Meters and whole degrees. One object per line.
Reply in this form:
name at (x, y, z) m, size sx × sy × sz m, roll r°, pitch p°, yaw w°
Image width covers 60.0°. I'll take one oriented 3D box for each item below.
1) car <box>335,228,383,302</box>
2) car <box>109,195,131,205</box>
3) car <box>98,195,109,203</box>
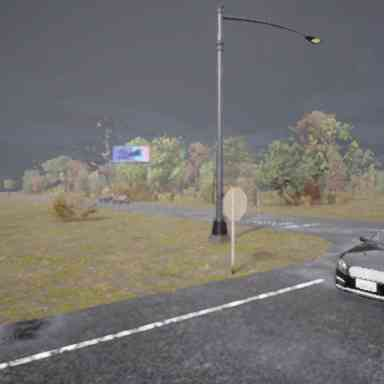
car at (5.235, 1.451, 7.602) m, size 4.902 × 1.511 × 2.128 m, roll -1°, pitch 0°, yaw -35°
car at (-11.722, 1.331, 55.291) m, size 1.812 × 1.442 × 4.674 m, roll 0°, pitch 0°, yaw -33°
car at (-15.782, 1.296, 61.293) m, size 1.837 × 1.490 × 4.892 m, roll 0°, pitch 0°, yaw -34°
